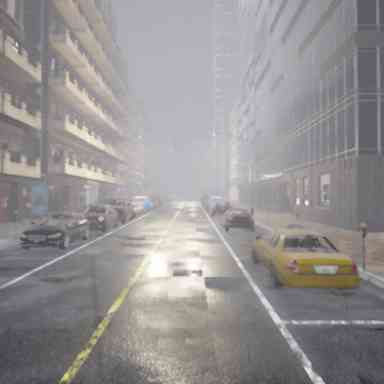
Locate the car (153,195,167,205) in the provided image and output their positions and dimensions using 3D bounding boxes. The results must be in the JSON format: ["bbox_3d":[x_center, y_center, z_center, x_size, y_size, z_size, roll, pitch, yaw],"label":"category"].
[{"bbox_3d":[-5.670,1.350,53.137,2.192,1.841,5.009,1,0,0],"label":"car"}]

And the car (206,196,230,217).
[{"bbox_3d":[2.688,1.464,31.042,1.967,1.590,4.097,1,0,0],"label":"car"}]

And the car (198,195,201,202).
[{"bbox_3d":[2.674,1.354,58.781,2.192,1.841,5.009,1,0,0],"label":"car"}]

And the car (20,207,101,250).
[{"bbox_3d":[-5.684,1.562,14.310,2.008,1.369,4.403,1,0,0],"label":"car"}]

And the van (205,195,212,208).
[{"bbox_3d":[2.687,1.368,36.590,1.690,1.788,3.998,1,0,0],"label":"van"}]

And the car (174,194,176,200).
[{"bbox_3d":[-5.689,1.366,86.418,2.192,1.841,5.009,1,0,0],"label":"car"}]

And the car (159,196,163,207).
[{"bbox_3d":[-5.672,1.614,47.590,1.802,1.307,4.206,1,0,0],"label":"car"}]

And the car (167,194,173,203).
[{"bbox_3d":[-5.685,1.609,69.778,1.947,1.339,4.313,1,0,0],"label":"car"}]

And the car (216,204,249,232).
[{"bbox_3d":[2.692,1.598,19.945,1.802,1.307,4.206,1,0,0],"label":"car"}]

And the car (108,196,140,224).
[{"bbox_3d":[-5.690,1.334,25.404,2.192,1.841,5.009,1,0,0],"label":"car"}]

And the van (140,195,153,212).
[{"bbox_3d":[-5.668,1.368,36.498,1.690,1.788,3.998,1,0,0],"label":"van"}]

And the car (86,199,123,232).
[{"bbox_3d":[-5.686,1.455,19.858,1.967,1.590,4.097,1,0,0],"label":"car"}]

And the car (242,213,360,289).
[{"bbox_3d":[2.699,1.533,9.019,1.752,1.417,4.829,1,0,0],"label":"car"}]

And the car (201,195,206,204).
[{"bbox_3d":[2.678,1.473,47.686,1.967,1.590,4.097,1,0,0],"label":"car"}]

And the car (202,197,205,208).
[{"bbox_3d":[2.679,1.596,42.137,1.947,1.339,4.313,1,0,0],"label":"car"}]

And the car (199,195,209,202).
[{"bbox_3d":[2.662,1.487,75.424,1.967,1.590,4.097,1,0,0],"label":"car"}]

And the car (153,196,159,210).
[{"bbox_3d":[-5.668,1.555,41.874,1.752,1.417,4.829,1,0,0],"label":"car"}]

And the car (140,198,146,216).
[{"bbox_3d":[-5.704,1.548,30.780,1.752,1.417,4.829,1,0,0],"label":"car"}]
